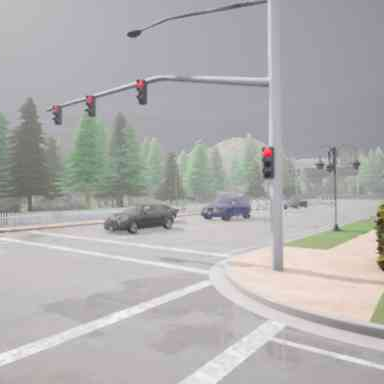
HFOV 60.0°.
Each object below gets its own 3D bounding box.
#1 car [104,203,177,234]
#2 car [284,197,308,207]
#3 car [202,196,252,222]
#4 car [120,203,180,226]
[{"bbox_3d":[-3.321,1.549,21.053,2.097,1.767,4.553,-1,-1,39],"label":"car"},{"bbox_3d":[13.011,1.398,41.447,1.837,1.490,4.892,-1,-1,38],"label":"car"},{"bbox_3d":[3.157,1.412,29.201,2.150,2.045,5.566,-1,-1,39],"label":"car"},{"bbox_3d":[-3.260,1.745,26.750,1.837,1.490,4.892,-1,-1,39],"label":"car"}]
